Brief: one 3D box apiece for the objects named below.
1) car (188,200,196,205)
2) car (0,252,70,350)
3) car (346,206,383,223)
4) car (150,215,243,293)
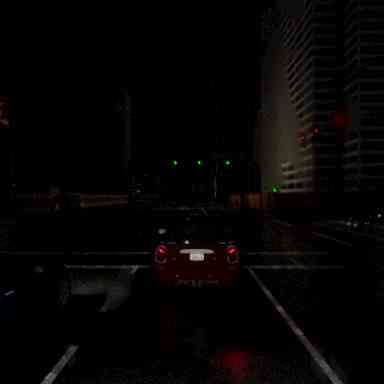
[{"bbox_3d":[0.044,2.552,81.905,1.895,1.301,4.718,0,-1,0],"label":"car"},{"bbox_3d":[-3.398,1.584,4.909,1.812,1.442,4.674,0,-1,0],"label":"car"},{"bbox_3d":[16.286,1.883,28.614,5.357,1.411,2.033,0,-1,0],"label":"car"},{"bbox_3d":[0.104,1.462,9.363,2.097,1.767,4.553,0,-1,0],"label":"car"}]
